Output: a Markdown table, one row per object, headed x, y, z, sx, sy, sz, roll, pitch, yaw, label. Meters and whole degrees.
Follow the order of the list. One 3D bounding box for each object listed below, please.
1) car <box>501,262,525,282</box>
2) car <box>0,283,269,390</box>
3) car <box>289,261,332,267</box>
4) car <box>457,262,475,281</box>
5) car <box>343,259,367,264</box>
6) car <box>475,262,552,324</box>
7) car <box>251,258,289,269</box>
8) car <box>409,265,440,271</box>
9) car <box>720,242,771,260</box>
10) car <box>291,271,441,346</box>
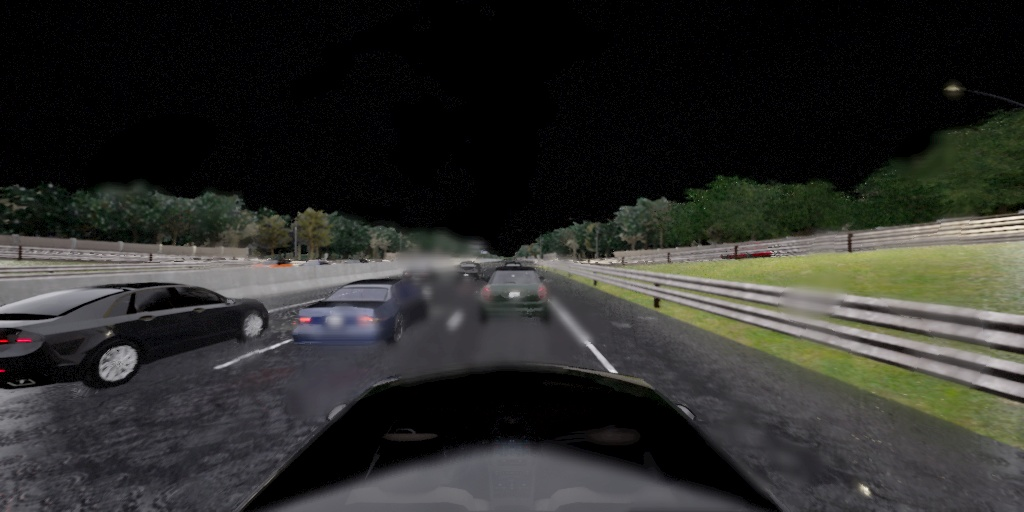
| x | y | z | sx | sy | sz | roll | pitch | yaw | label |
| --- | --- | --- | --- | --- | --- | --- | --- | --- | --- |
| 0.087 | 1.272 | 30.072 | 1.837 | 1.490 | 4.892 | 0 | 0 | 0 | car |
| -6.903 | 1.254 | 6.860 | 1.837 | 1.490 | 4.892 | 0 | 0 | 0 | car |
| -21.106 | 1.257 | 38.291 | 1.882 | 1.535 | 5.008 | 0 | 0 | 0 | car |
| -3.413 | 1.271 | 29.963 | 1.837 | 1.490 | 4.892 | 0 | 0 | 0 | car |
| -17.606 | 1.135 | 40.056 | 2.097 | 1.767 | 4.553 | 0 | 0 | 0 | car |
| 0.095 | 1.103 | 12.155 | 2.097 | 1.767 | 4.553 | 0 | 0 | 0 | car |
| -24.606 | 1.129 | 37.003 | 2.097 | 1.767 | 4.553 | 0 | 0 | 0 | car |
| -6.912 | 1.365 | 28.143 | 1.895 | 1.301 | 4.718 | 0 | 0 | 0 | car |
| 27.237 | -0.416 | 42.075 | 2.150 | 2.045 | 5.566 | 0 | -4 | -14 | car |
| -3.404 | 1.298 | 9.404 | 2.033 | 1.411 | 5.357 | 0 | 0 | 0 | car |
